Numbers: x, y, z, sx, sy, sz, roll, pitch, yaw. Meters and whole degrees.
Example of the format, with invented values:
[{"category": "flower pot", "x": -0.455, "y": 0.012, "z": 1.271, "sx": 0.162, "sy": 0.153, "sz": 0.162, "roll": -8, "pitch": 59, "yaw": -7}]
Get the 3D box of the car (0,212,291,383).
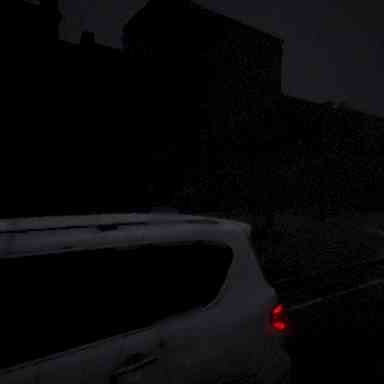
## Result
[{"category": "car", "x": -1.752, "y": 1.221, "z": 2.134, "sx": 5.566, "sy": 2.045, "sz": 2.150, "roll": 0, "pitch": 0, "yaw": -35}]
